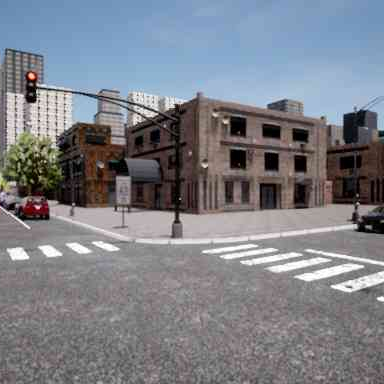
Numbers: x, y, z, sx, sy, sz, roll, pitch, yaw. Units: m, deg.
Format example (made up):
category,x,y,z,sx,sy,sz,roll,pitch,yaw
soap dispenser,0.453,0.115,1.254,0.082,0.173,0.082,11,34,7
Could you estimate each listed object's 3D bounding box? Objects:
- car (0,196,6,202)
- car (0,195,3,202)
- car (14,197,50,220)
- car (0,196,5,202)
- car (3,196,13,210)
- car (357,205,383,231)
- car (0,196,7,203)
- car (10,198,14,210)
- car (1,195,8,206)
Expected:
category,x,y,z,sx,sy,sz,roll,pitch,yaw
car,-42.815,1.602,74.376,1.802,1.307,4.206,0,0,-32
car,-30.969,1.579,55.717,1.802,1.307,4.206,0,0,-32
car,-13.199,1.303,27.731,2.192,1.841,5.009,0,0,-32
car,-45.777,1.593,79.041,1.947,1.339,4.313,0,0,-32
car,-22.085,1.555,41.725,1.947,1.339,4.313,0,0,-32
car,10.657,1.366,17.763,4.313,1.339,1.947,-1,1,-32
car,-39.945,1.539,69.855,1.752,1.417,4.829,0,0,-32
car,-16.161,1.554,32.395,1.947,1.339,4.313,0,0,-32
car,-25.046,1.542,46.389,2.008,1.369,4.403,0,0,-32
